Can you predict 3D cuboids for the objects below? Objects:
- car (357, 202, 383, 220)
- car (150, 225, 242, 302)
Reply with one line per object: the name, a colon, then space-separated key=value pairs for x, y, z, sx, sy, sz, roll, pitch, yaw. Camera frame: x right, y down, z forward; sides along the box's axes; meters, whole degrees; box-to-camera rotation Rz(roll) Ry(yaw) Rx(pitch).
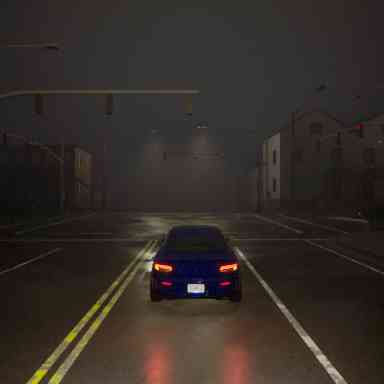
car: x=16.372 y=1.526 z=27.892 sx=4.674 sy=1.442 sz=1.812 roll=0 pitch=0 yaw=-1
car: x=0.087 y=1.526 z=8.142 sx=1.812 sy=1.442 sz=4.674 roll=0 pitch=0 yaw=0
